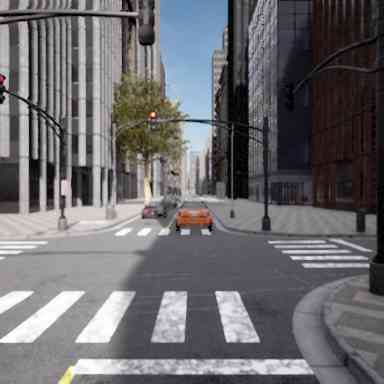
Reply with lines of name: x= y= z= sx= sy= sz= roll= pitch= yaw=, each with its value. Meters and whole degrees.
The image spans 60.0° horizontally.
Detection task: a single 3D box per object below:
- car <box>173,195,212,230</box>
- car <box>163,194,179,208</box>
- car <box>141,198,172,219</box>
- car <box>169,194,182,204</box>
car: x=0.113 y=1.294 z=20.832 sx=2.097 sy=1.767 sz=4.553 roll=0 pitch=0 yaw=0
car: x=-3.060 y=1.230 z=43.818 sx=2.097 sy=1.767 sz=4.553 roll=0 pitch=0 yaw=0
car: x=-3.079 y=1.486 z=28.048 sx=1.994 sy=1.385 sz=4.181 roll=0 pitch=0 yaw=0
car: x=-2.956 y=1.195 z=60.484 sx=2.097 sy=1.767 sz=4.553 roll=0 pitch=0 yaw=0
